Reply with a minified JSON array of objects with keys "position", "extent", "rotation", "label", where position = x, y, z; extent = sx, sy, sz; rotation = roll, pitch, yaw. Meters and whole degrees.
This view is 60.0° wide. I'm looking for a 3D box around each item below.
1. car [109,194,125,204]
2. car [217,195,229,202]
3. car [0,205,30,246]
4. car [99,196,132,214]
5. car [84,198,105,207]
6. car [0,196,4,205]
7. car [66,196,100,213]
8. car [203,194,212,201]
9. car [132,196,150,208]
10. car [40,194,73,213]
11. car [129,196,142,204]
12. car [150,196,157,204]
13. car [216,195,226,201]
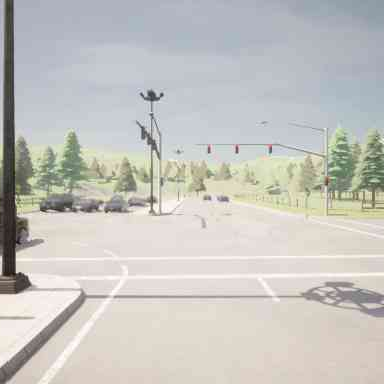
[{"position":[-14.944,1.352,66.626],"extent":[2.097,1.767,4.553],"rotation":[0,0,0],"label":"car"},{"position":[7.112,1.478,73.908],"extent":[1.882,1.535,5.008],"rotation":[0,0,1],"label":"car"},{"position":[-8.087,1.477,12.630],"extent":[1.882,1.535,5.008],"rotation":[0,0,0],"label":"car"},{"position":[-8.065,1.505,35.632],"extent":[1.837,1.490,4.892],"rotation":[0,0,0],"label":"car"},{"position":[-15.042,1.601,51.496],"extent":[1.895,1.301,4.718],"rotation":[0,0,0],"label":"car"},{"position":[-11.583,1.222,17.823],"extent":[2.150,2.045,5.566],"rotation":[0,0,0],"label":"car"},{"position":[-11.564,1.491,36.410],"extent":[2.128,1.511,4.902],"rotation":[0,0,0],"label":"car"},{"position":[3.832,1.355,84.055],"extent":[2.097,1.767,4.553],"rotation":[0,0,2],"label":"car"},{"position":[-8.047,1.547,49.793],"extent":[2.033,1.411,5.357],"rotation":[0,0,0],"label":"car"},{"position":[-15.078,1.219,37.688],"extent":[2.150,2.045,5.566],"rotation":[0,0,1],"label":"car"},{"position":[-11.438,1.563,67.358],"extent":[1.994,1.385,4.181],"rotation":[0,0,0],"label":"car"},{"position":[-7.974,1.477,64.800],"extent":[1.882,1.535,5.008],"rotation":[0,0,1],"label":"car"},{"position":[7.340,1.525,84.312],"extent":[2.128,1.511,4.902],"rotation":[0,0,2],"label":"car"}]
